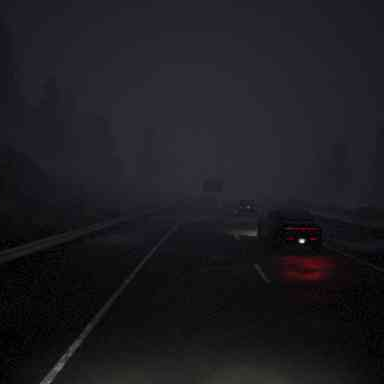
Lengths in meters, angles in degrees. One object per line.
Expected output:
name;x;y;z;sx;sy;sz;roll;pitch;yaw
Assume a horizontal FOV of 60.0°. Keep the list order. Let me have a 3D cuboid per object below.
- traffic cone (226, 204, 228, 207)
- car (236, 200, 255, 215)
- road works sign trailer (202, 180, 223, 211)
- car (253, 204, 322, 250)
traffic cone;4.927;1.847;46.590;0.340;0.580;0.340;0;0;8
car;5.405;1.472;32.955;2.033;1.411;5.357;0;0;6
road works sign trailer;2.499;0.371;39.855;2.380;3.560;2.880;0;0;8
car;4.013;1.473;14.197;1.837;1.490;4.892;0;0;3
